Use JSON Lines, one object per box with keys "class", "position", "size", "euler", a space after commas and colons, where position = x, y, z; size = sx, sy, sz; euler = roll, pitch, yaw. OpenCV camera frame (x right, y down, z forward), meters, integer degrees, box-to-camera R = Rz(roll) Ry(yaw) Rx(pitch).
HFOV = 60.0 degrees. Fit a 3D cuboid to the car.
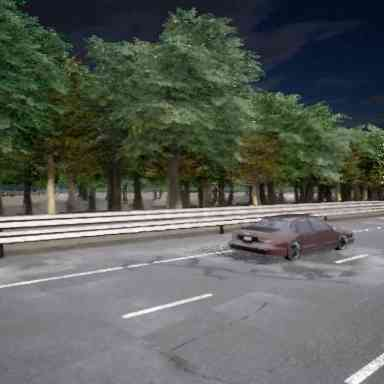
{"class": "car", "position": [3.735, 1.512, 12.007], "size": [5.357, 1.411, 2.033], "euler": [0, 0, -38]}
